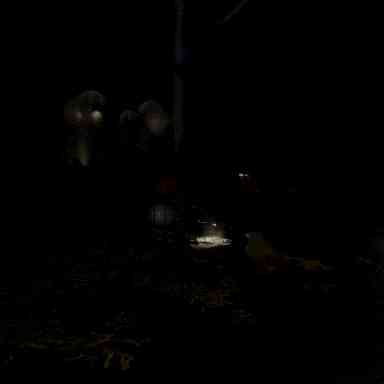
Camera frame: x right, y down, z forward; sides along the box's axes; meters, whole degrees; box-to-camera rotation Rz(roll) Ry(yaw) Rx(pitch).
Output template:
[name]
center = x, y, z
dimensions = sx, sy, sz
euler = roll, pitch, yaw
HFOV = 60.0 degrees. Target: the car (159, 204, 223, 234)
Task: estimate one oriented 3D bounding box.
[car]
center = -0.199, 1.505, 19.565
dimensions = 1.837, 1.490, 4.892
euler = 0, 0, -35
